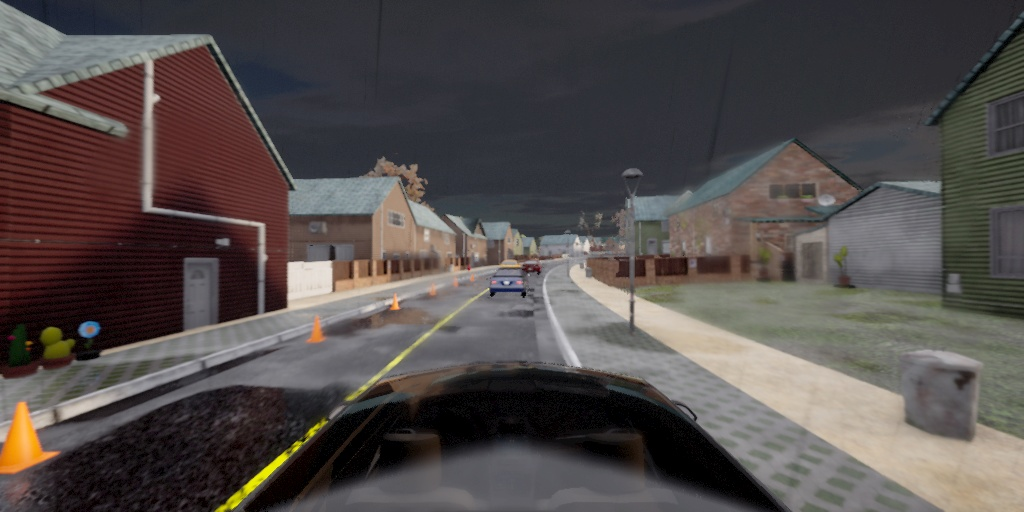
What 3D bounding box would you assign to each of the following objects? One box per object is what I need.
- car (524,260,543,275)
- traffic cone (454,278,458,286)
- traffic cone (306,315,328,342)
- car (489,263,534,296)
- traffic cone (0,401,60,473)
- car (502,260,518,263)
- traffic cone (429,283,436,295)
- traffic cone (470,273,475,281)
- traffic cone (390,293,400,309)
[{"bbox_3d":[2.202,1.132,38.358,1.882,1.535,5.008,0,1,9],"label":"car"},{"bbox_3d":[-3.690,1.688,23.630,0.340,0.580,0.340,0,0,5],"label":"traffic cone"},{"bbox_3d":[-4.624,1.701,8.507,0.340,0.580,0.340,0,0,2],"label":"traffic cone"},{"bbox_3d":[-0.062,1.291,19.144,2.033,1.411,5.357,0,0,4],"label":"car"},{"bbox_3d":[-4.726,1.700,3.455,0.340,0.580,0.340,0,0,1],"label":"traffic cone"},{"bbox_3d":[-0.192,1.154,35.597,1.882,1.535,5.008,0,0,6],"label":"car"},{"bbox_3d":[-4.106,1.698,18.595,0.340,0.580,0.340,0,0,4],"label":"traffic cone"},{"bbox_3d":[-3.169,1.671,28.654,0.340,0.580,0.340,0,0,7],"label":"traffic cone"},{"bbox_3d":[-4.417,1.701,13.553,0.340,0.580,0.340,0,0,3],"label":"traffic cone"}]
